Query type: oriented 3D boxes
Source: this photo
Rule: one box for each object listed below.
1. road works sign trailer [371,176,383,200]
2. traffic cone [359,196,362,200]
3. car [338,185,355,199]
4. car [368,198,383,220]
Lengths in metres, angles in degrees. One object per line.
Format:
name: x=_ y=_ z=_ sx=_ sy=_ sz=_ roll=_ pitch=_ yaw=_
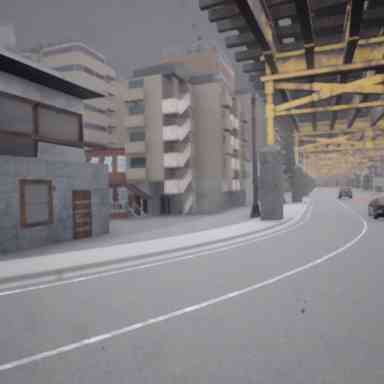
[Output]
road works sign trailer: x=25.918 y=-0.393 z=45.546 sx=2.380 sy=3.560 sz=2.880 roll=-1 pitch=0 yaw=21
traffic cone: x=27.052 y=1.031 z=52.615 sx=0.340 sy=0.580 sz=0.340 roll=-1 pitch=0 yaw=21
car: x=27.804 y=0.231 z=60.287 sx=2.150 sy=2.045 sz=5.566 roll=-1 pitch=1 yaw=21
car: x=13.412 y=1.109 z=23.093 sx=2.033 sy=1.411 sz=5.357 roll=-1 pitch=0 yaw=22
